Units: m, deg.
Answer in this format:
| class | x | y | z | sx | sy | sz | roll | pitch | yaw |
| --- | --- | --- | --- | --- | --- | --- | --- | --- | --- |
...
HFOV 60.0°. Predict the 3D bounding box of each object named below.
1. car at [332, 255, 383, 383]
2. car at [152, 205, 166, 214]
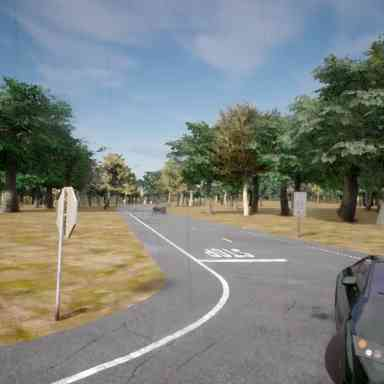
| class | x | y | z | sx | sy | sz | roll | pitch | yaw |
| --- | --- | --- | --- | --- | --- | --- | --- | --- | --- |
| car | 3.089 | 1.642 | 4.595 | 1.994 | 1.385 | 4.181 | 1 | -1 | 22 |
| car | -5.602 | 2.963 | 56.870 | 1.882 | 1.535 | 5.008 | 3 | -2 | -14 |
